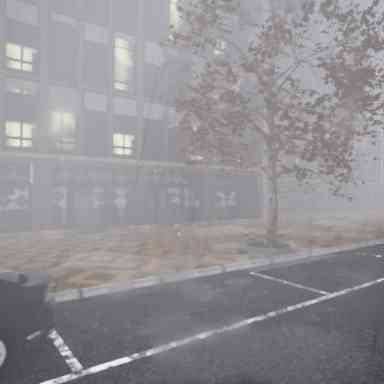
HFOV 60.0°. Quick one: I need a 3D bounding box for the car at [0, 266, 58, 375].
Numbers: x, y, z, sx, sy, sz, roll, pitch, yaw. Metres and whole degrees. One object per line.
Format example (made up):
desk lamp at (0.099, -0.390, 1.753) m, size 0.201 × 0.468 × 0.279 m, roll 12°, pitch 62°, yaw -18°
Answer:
car at (-3.899, 1.547, 3.775) m, size 4.403 × 1.369 × 2.008 m, roll 0°, pitch 0°, yaw -35°
